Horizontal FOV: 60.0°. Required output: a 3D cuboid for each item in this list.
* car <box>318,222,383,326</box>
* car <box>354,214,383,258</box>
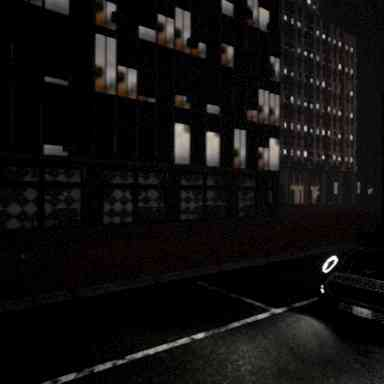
[{"bbox_3d":[4.565,1.345,6.667,4.553,1.767,2.097,0,0,-36],"label":"car"},{"bbox_3d":[8.147,1.553,12.429,4.313,1.339,1.947,0,0,-36],"label":"car"}]
